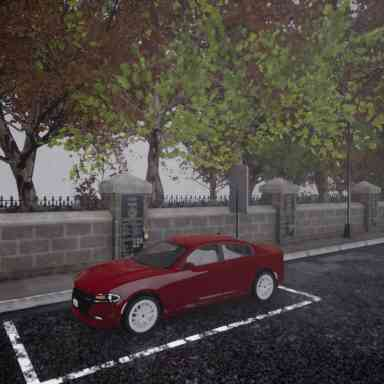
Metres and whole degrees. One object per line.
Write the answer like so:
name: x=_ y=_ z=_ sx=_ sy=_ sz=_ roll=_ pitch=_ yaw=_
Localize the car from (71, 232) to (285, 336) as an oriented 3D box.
car: x=-0.052 y=1.545 z=6.681 sx=4.507 sy=1.381 sz=1.887 roll=0 pitch=0 yaw=-36
